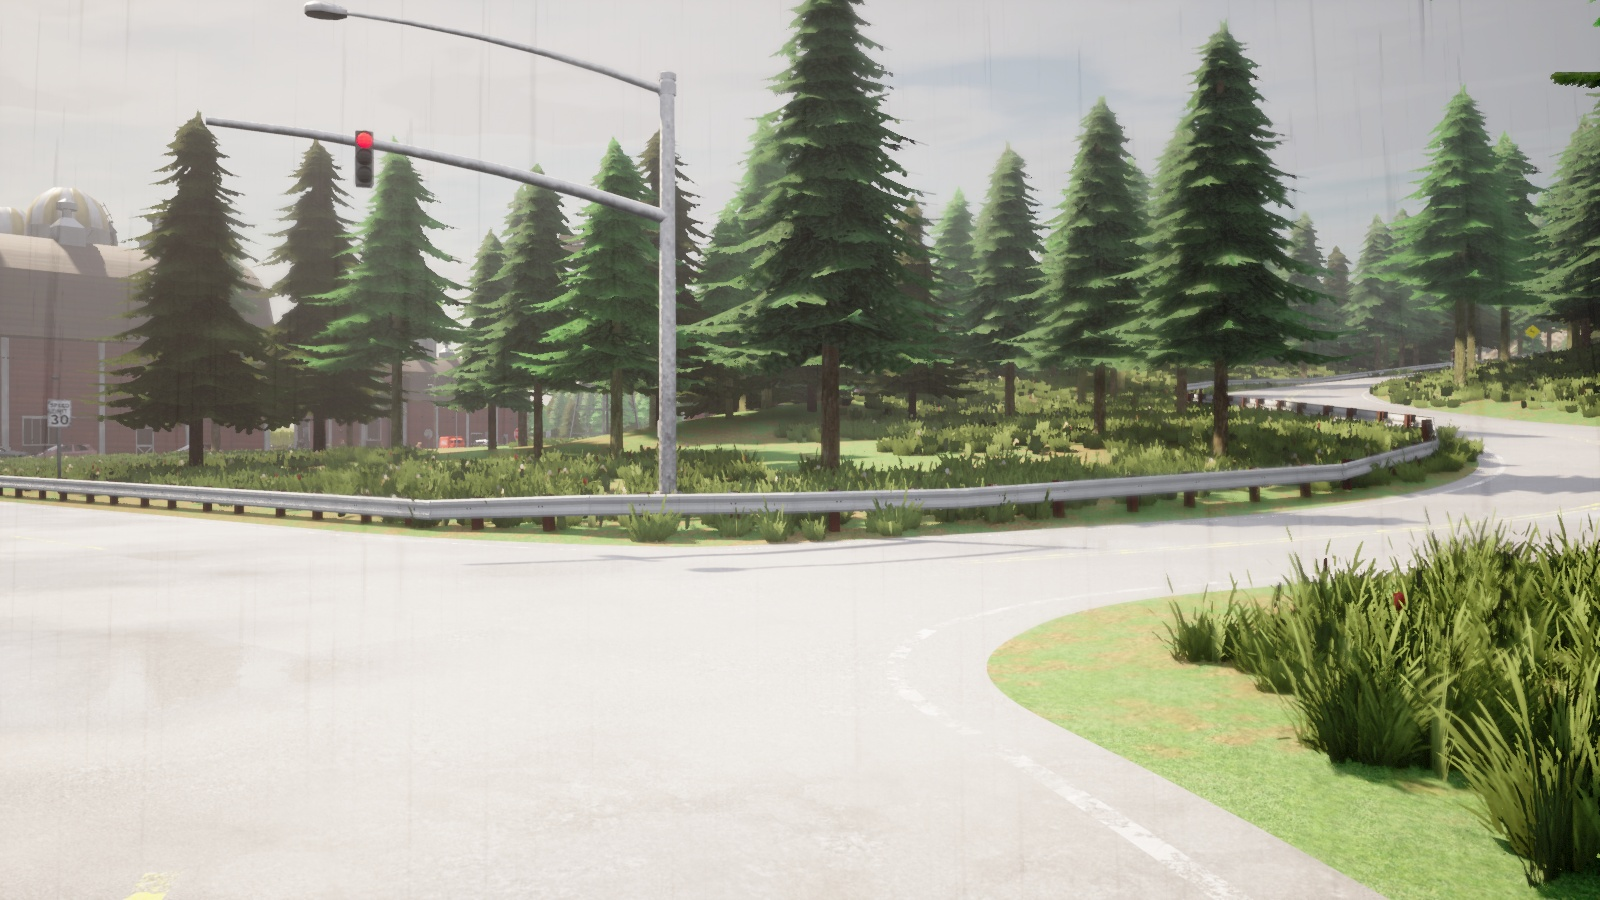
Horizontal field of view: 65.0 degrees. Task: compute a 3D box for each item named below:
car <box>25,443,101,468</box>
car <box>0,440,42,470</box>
[{"bbox_3d":[-45.148,0.316,76.977,1.845,1.501,3.633,0,0,40],"label":"car"},{"bbox_3d":[-45.812,0.267,70.765,2.033,1.649,4.856,0,0,40],"label":"car"}]
